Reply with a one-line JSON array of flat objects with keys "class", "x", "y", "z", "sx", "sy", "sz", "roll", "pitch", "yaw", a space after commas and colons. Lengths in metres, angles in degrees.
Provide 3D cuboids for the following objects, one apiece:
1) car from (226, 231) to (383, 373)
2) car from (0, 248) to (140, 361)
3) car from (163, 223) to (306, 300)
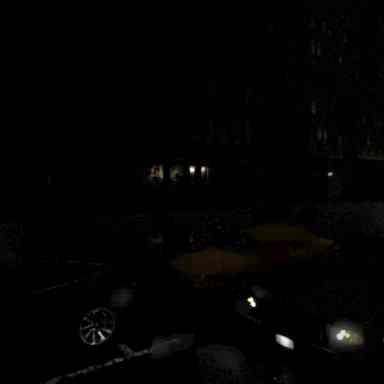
[{"class": "car", "x": 3.336, "y": 1.470, "z": 5.760, "sx": 5.357, "sy": 1.411, "sz": 2.033, "roll": -1, "pitch": 1, "yaw": -36}, {"class": "car", "x": -2.836, "y": 1.562, "z": 4.627, "sx": 4.313, "sy": 1.339, "sz": 1.947, "roll": -1, "pitch": 1, "yaw": -36}, {"class": "car", "x": 1.646, "y": 1.451, "z": 7.825, "sx": 4.829, "sy": 1.417, "sz": 1.752, "roll": -1, "pitch": 1, "yaw": -36}]
